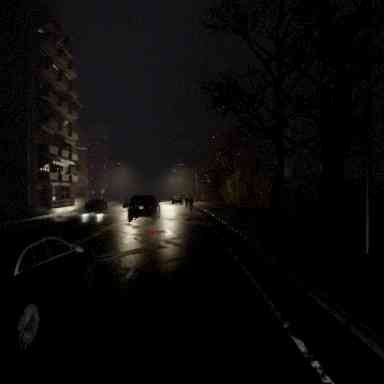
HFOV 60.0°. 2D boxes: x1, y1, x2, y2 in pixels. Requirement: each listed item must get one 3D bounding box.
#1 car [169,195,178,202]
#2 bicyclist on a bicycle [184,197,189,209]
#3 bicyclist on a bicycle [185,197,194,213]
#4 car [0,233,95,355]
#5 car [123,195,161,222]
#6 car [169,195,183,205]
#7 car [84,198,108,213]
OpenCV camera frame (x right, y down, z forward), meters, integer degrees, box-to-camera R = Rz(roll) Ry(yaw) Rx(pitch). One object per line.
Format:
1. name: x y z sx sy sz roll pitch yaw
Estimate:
1. car: -4.304 1.475 75.952 1.882 1.535 5.008 0 0 -6
2. bicyclist on a bicycle: -0.755 1.457 46.350 0.582 1.620 1.656 0 0 -4
3. bicyclist on a bicycle: -0.087 1.375 35.339 0.659 1.776 1.843 0 0 -3
4. car: -3.211 1.495 6.067 2.128 1.511 4.902 0 0 -1
5. car: -3.721 1.229 26.398 2.150 2.045 5.566 0 0 -2
6. car: -2.715 1.495 60.137 2.128 1.511 4.902 0 0 -5
7. car: -11.004 1.492 38.268 1.882 1.535 5.008 0 0 -3
